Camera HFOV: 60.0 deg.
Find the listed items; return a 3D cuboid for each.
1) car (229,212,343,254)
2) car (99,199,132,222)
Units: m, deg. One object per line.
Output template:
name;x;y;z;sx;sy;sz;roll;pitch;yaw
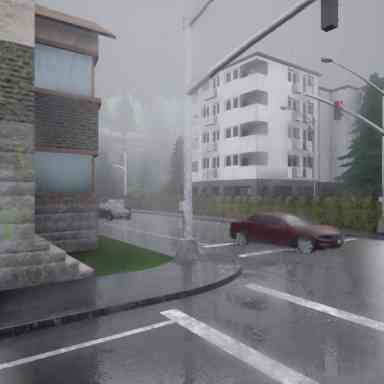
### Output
car;3.874;1.639;14.436;1.882;1.535;5.008;0;-1;-43
car;-6.834;1.680;28.590;1.837;1.490;4.892;0;0;-35
